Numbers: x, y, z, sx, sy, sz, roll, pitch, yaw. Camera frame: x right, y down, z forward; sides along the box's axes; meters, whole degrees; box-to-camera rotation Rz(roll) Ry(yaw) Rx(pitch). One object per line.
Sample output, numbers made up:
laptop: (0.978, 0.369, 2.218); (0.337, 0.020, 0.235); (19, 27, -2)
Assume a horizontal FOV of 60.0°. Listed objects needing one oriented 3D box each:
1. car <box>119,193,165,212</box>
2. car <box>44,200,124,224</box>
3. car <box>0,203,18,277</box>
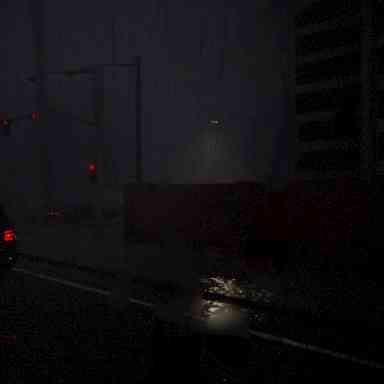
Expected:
car: (-5.847, 1.206, 39.480); (2.150, 2.045, 5.566); (0, 0, 36)
car: (-8.010, 1.536, 24.919); (2.033, 1.411, 5.357); (0, 0, 43)
car: (-6.887, 1.216, 8.992); (5.566, 2.045, 2.150); (0, 0, 37)
